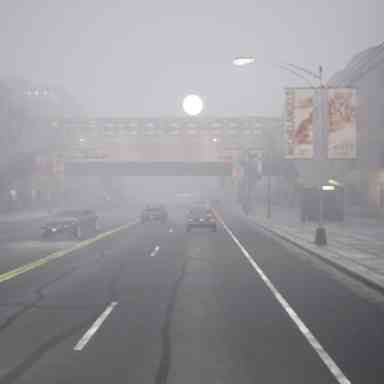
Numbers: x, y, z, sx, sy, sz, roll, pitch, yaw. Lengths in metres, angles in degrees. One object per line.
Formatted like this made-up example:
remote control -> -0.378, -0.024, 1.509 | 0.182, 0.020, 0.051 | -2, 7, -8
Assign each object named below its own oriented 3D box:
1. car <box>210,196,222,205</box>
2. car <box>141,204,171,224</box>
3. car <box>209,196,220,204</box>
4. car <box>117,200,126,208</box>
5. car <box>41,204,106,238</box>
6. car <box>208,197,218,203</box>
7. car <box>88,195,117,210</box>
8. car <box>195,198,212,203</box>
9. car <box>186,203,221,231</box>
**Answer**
car -> 4.724, 1.845, 63.453 | 2.231, 1.521, 4.892 | 0, 0, 11
car -> -2.772, 1.638, 26.015 | 2.128, 1.511, 4.902 | 0, 0, 2
car -> 5.038, 1.780, 74.225 | 2.185, 1.767, 4.553 | 0, 0, 1
car -> -12.291, 1.887, 52.661 | 1.895, 1.301, 4.718 | 0, 0, 1
car -> -6.603, 1.608, 18.556 | 1.837, 1.490, 4.892 | 0, -1, 2
car -> 5.064, 1.942, 80.651 | 2.097, 1.535, 5.008 | 0, 0, 1
car -> -12.437, 1.478, 45.268 | 2.435, 2.045, 5.566 | 0, 0, 1
car -> 1.125, 1.785, 41.567 | 2.033, 1.411, 5.357 | 0, 0, 1
car -> 0.614, 1.670, 21.460 | 2.033, 1.411, 5.357 | 0, 0, 1
